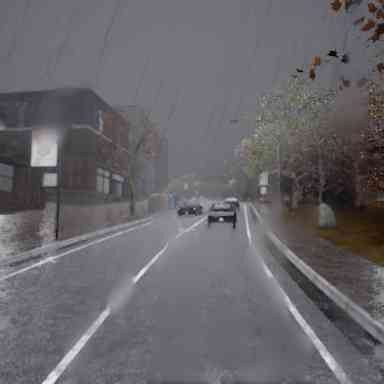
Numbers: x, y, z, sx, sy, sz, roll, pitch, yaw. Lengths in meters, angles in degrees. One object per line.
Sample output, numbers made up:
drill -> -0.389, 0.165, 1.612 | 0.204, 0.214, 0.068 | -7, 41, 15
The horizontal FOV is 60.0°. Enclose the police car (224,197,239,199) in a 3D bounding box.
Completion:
police car -> 4.909, 1.391, 41.281 | 1.930, 1.638, 5.238 | -1, 0, 9

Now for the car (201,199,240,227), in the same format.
car -> 2.124, 1.465, 22.722 | 2.128, 1.511, 4.902 | -1, 0, 8

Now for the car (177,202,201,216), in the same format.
car -> -0.141, 1.613, 32.174 | 1.895, 1.301, 4.718 | -1, 0, 9
